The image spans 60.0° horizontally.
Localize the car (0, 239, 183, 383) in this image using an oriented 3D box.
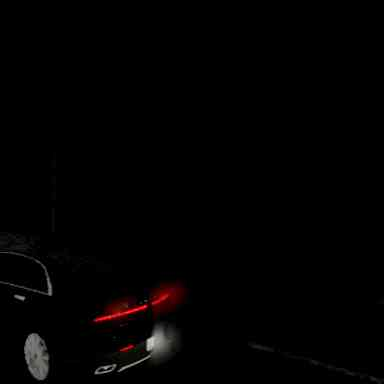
[{"bbox_3d":[-2.416,1.544,5.403,4.892,1.490,1.837,0,0,35],"label":"car"}]
